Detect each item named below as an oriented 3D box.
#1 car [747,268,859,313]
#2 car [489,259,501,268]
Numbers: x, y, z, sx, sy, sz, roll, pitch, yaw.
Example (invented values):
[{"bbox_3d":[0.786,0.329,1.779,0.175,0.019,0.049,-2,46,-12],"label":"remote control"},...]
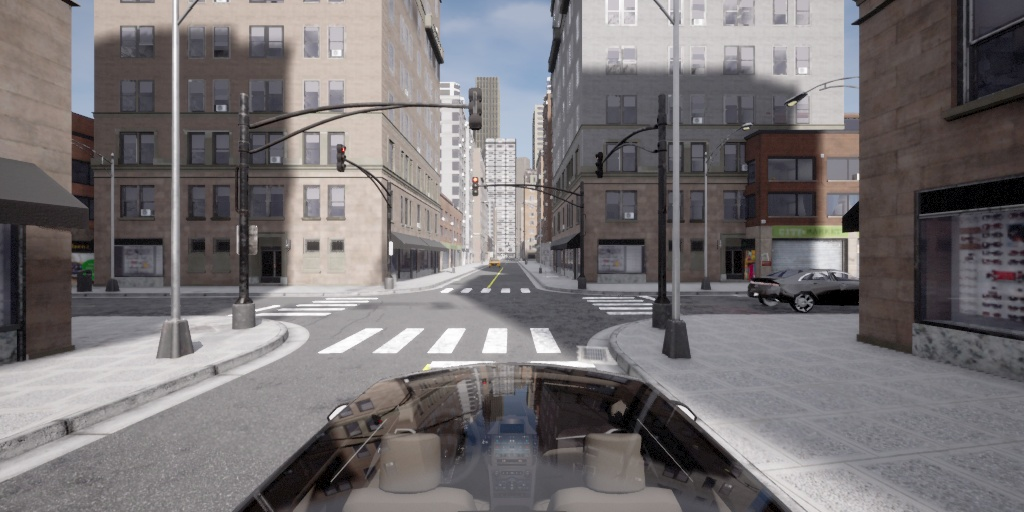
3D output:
[{"bbox_3d":[11.427,1.209,13.225,4.902,1.511,2.128,0,0,0],"label":"car"},{"bbox_3d":[-2.998,1.208,62.909,1.882,1.535,5.008,0,0,0],"label":"car"}]
